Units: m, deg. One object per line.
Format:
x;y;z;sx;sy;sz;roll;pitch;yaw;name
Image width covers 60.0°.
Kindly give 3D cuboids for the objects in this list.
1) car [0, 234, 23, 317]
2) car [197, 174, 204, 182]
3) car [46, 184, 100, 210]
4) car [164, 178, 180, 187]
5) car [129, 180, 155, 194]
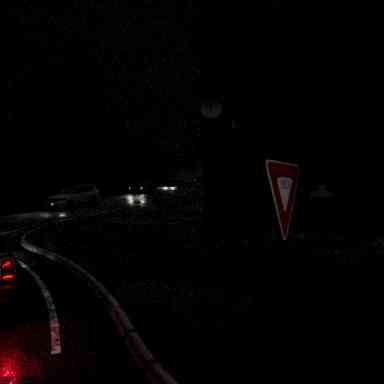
-4.943;1.383;6.934;2.097;1.767;4.553;0;0;-34;car
2.000;-2.981;68.361;1.882;1.535;5.008;0;5;5;car
-11.116;0.427;31.386;2.150;2.045;5.566;0;6;22;car
-3.321;-1.676;55.697;1.994;1.385;4.181;0;5;12;car
-6.540;-0.713;43.741;2.097;1.767;4.553;0;6;17;car
